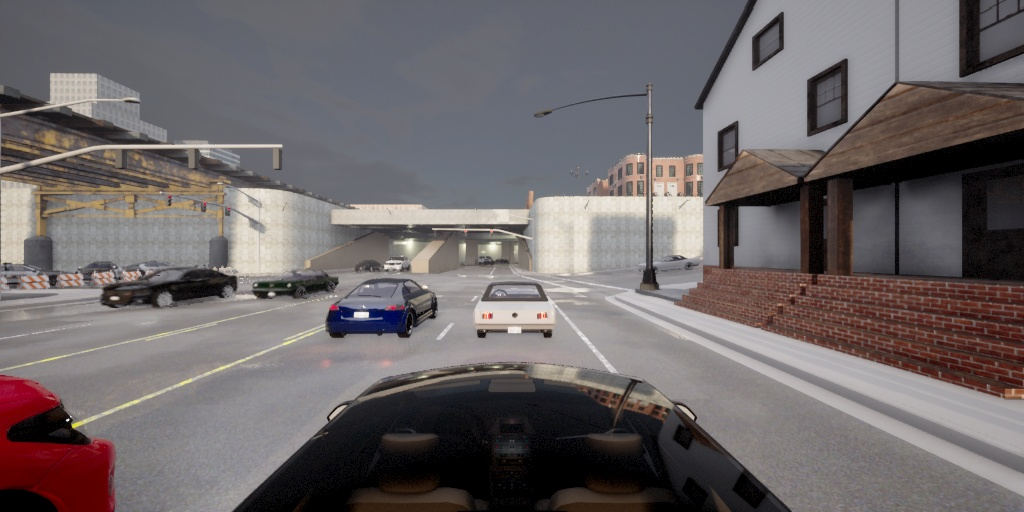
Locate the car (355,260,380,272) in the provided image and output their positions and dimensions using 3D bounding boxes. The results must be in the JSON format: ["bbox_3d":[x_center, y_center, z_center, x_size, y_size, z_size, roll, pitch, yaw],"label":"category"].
[{"bbox_3d":[-18.336,1.228,45.907,1.882,1.535,5.008,0,0,-1],"label":"car"}]

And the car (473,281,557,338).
[{"bbox_3d":[0.071,1.351,10.156,1.895,1.301,4.718,0,0,0],"label":"car"}]

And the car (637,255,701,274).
[{"bbox_3d":[13.056,0.665,30.135,4.718,1.301,1.895,-7,0,0],"label":"car"}]

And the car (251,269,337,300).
[{"bbox_3d":[-10.549,1.352,17.868,1.895,1.301,4.718,0,0,-1],"label":"car"}]

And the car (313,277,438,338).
[{"bbox_3d":[-3.431,1.314,10.201,1.994,1.385,4.181,0,0,0],"label":"car"}]

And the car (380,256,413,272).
[{"bbox_3d":[-14.856,0.971,46.713,2.150,2.045,5.566,0,0,-2],"label":"car"}]

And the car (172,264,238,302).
[{"bbox_3d":[-14.132,1.227,15.216,1.882,1.535,5.008,0,0,-1],"label":"car"}]
